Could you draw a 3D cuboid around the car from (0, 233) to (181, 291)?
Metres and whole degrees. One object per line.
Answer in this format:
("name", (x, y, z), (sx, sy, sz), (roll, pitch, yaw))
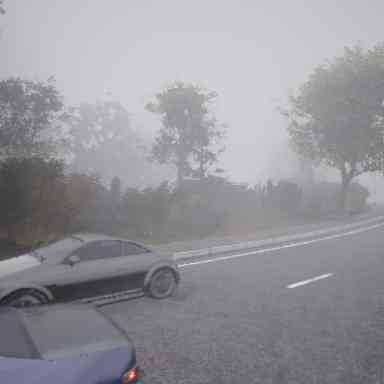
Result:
("car", (-2.285, 1.590, 6.841), (4.181, 1.385, 1.994), (0, 0, -37))

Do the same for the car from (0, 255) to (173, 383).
("car", (-2.903, 1.560, 1.990), (5.357, 1.411, 2.033), (0, 0, -35))
